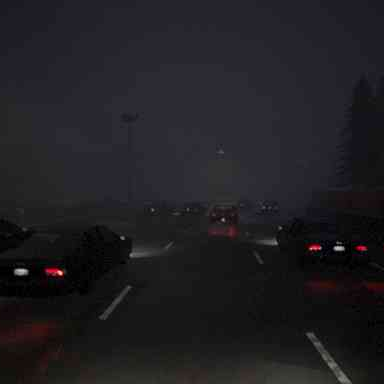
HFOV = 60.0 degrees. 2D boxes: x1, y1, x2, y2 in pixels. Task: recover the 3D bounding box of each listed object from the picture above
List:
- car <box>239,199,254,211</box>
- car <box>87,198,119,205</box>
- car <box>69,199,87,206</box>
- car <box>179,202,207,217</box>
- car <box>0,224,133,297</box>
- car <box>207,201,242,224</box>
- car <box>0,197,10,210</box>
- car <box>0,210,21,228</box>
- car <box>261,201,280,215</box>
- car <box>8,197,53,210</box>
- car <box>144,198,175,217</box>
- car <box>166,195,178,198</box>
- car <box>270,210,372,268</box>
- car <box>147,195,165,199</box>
[{"bbox_3d":[6.709,1.635,42.304,2.033,1.411,5.357,0,0,17],"label":"car"},{"bbox_3d":[-11.291,1.562,43.678,1.837,1.490,4.892,0,0,16],"label":"car"},{"bbox_3d":[-14.614,1.617,44.751,1.994,1.385,4.181,0,0,16],"label":"car"},{"bbox_3d":[0.230,1.604,31.549,2.033,1.411,5.357,0,0,13],"label":"car"},{"bbox_3d":[-3.036,1.558,8.758,2.033,1.411,5.357,0,0,4],"label":"car"},{"bbox_3d":[2.568,1.651,25.358,1.895,1.301,4.718,0,0,10],"label":"car"},{"bbox_3d":[-23.061,1.381,40.112,2.097,1.767,4.553,0,0,14],"label":"car"},{"bbox_3d":[-6.403,1.511,10.106,1.837,1.490,4.892,0,0,4],"label":"car"},{"bbox_3d":[8.338,1.626,35.358,2.033,1.411,5.357,0,0,14],"label":"car"},{"bbox_3d":[-19.334,1.585,40.748,2.033,1.411,5.357,0,0,14],"label":"car"},{"bbox_3d":[-3.143,1.616,32.251,1.994,1.385,4.181,0,0,12],"label":"car"},{"bbox_3d":[-4.948,1.271,79.593,1.812,1.442,4.674,0,0,24],"label":"car"},{"bbox_3d":[4.184,1.576,11.448,2.033,1.411,5.357,0,0,5],"label":"car"},{"bbox_3d":[-9.046,1.492,78.955,1.837,1.490,4.892,0,0,24],"label":"car"}]
